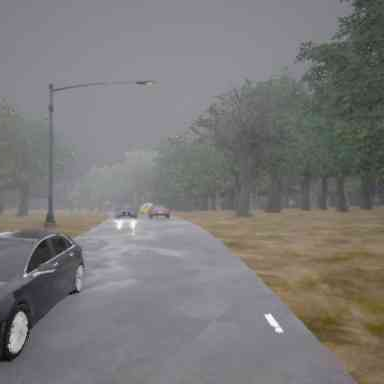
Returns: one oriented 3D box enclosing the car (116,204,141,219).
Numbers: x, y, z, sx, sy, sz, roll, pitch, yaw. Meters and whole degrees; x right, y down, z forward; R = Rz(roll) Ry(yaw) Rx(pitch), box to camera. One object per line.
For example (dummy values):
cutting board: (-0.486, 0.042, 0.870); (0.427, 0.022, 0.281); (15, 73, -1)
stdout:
car: (-6.239, 1.875, 31.898); (1.994, 1.385, 4.181); (2, -2, -11)

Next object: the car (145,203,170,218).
car: (-3.460, 1.947, 34.283); (1.994, 1.385, 4.181); (0, -2, -11)

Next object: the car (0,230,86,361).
car: (-3.324, 1.517, 5.956); (1.837, 1.490, 4.892); (0, 0, -2)

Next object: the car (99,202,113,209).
car: (-18.343, 2.909, 70.718); (2.150, 2.045, 5.566); (0, -3, -24)

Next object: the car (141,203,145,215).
car: (-5.905, 2.218, 44.791); (1.882, 1.535, 5.008); (0, -2, -14)
